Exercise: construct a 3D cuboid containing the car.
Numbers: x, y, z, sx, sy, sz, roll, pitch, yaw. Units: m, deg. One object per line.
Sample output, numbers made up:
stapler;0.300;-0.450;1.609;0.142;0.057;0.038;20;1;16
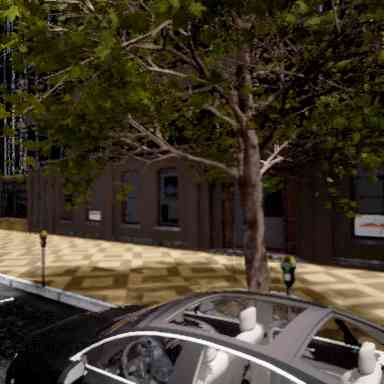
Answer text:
car;0.159;1.564;2.762;4.403;1.369;2.008;-1;0;35
